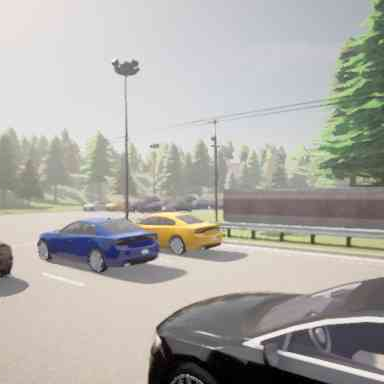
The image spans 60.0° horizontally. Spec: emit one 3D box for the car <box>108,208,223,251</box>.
[{"bbox_3d":[-1.093,1.613,13.904,5.008,1.535,1.882,-1,-1,39],"label":"car"}]

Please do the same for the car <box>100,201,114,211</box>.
[{"bbox_3d":[-10.136,2.002,47.784,1.882,1.535,5.008,-1,-1,39],"label":"car"}]

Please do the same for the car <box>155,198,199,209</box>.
[{"bbox_3d":[-1.817,1.884,41.370,2.128,1.511,4.902,-1,-1,39],"label":"car"}]

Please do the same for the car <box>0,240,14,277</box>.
[{"bbox_3d":[-6.821,1.672,9.515,4.674,1.442,1.812,-1,-1,38],"label":"car"}]

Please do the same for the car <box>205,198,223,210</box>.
[{"bbox_3d":[4.760,1.956,49.449,2.033,1.411,5.357,-1,-1,39],"label":"car"}]

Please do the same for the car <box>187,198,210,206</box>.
[{"bbox_3d":[1.298,2.079,67.252,1.882,1.535,5.008,-1,-1,39],"label":"car"}]

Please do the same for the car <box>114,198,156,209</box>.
[{"bbox_3d":[-7.591,1.971,45.366,2.128,1.511,4.902,-1,-1,39],"label":"car"}]

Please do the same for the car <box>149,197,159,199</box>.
[{"bbox_3d":[-4.362,1.890,54.873,2.097,1.767,4.553,-1,-1,39],"label":"car"}]

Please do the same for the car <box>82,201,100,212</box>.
[{"bbox_3d":[-13.813,2.092,48.803,1.812,1.442,4.674,-1,-1,39],"label":"car"}]

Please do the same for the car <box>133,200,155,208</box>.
[{"bbox_3d":[-4.898,2.036,43.128,1.895,1.301,4.718,-1,-1,39],"label":"car"}]

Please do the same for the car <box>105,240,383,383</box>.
[{"bbox_3d":[1.722,1.501,2.685,4.902,1.511,2.128,-1,-1,39],"label":"car"}]

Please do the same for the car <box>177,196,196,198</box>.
[{"bbox_3d":[-1.363,1.716,53.022,2.150,2.045,5.566,-1,-1,39],"label":"car"}]

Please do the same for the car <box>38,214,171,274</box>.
[{"bbox_3d":[-3.282,1.608,11.173,5.008,1.535,1.882,-1,-1,39],"label":"car"}]

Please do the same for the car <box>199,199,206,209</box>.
[{"bbox_3d":[0.771,1.975,50.089,1.812,1.442,4.674,-1,-1,39],"label":"car"}]

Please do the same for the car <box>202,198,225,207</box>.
[{"bbox_3d":[4.302,2.049,65.420,2.128,1.511,4.902,-1,-1,40],"label":"car"}]

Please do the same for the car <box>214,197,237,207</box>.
[{"bbox_3d":[6.320,1.864,62.371,2.097,1.767,4.553,-1,-1,40],"label":"car"}]
